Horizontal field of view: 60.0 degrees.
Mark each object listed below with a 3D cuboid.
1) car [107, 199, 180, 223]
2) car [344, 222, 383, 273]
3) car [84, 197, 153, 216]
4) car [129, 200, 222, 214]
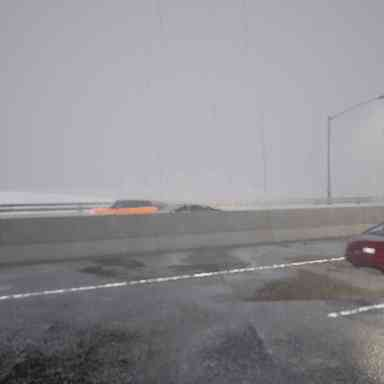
[{"bbox_3d":[-3.531,1.327,24.343,4.902,1.511,2.128,-1,0,-23],"label":"car"},{"bbox_3d":[6.382,1.457,9.314,4.181,1.385,1.994,0,0,-23],"label":"car"},{"bbox_3d":[-4.277,1.222,20.227,4.553,1.767,2.097,-1,0,-23],"label":"car"},{"bbox_3d":[-0.613,1.372,17.976,4.892,1.490,1.837,-1,0,-23],"label":"car"}]
